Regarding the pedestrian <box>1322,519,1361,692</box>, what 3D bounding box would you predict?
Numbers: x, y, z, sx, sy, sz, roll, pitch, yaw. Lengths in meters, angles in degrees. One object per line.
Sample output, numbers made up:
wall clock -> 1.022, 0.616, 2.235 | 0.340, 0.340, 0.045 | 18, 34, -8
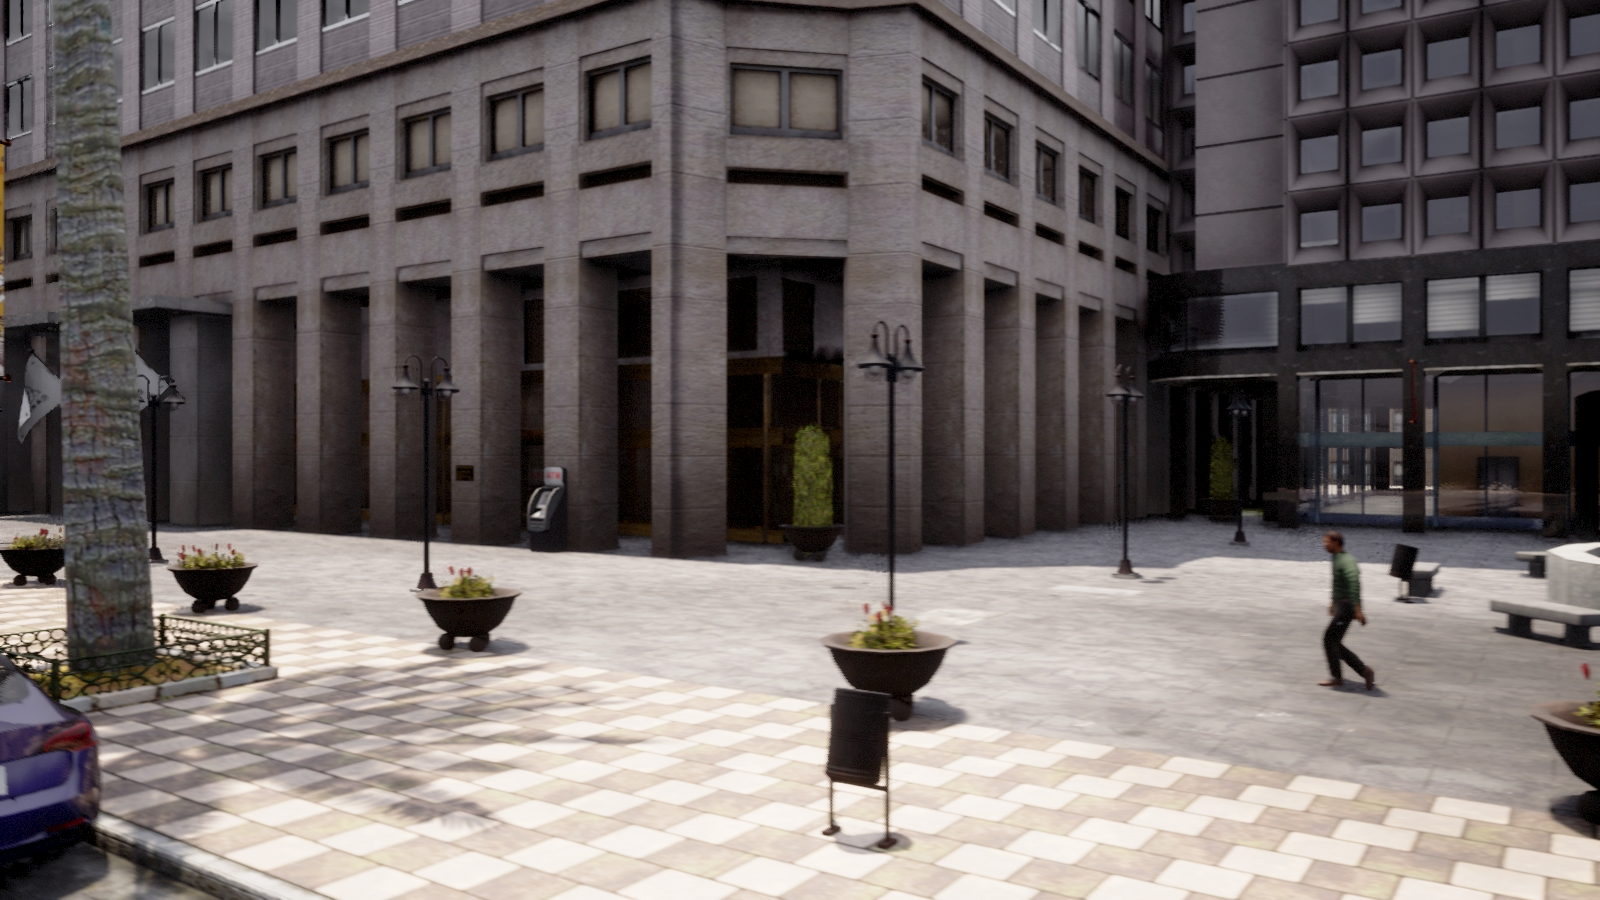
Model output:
pedestrian -> 6.018, 1.712, 12.699 | 0.375, 1.860, 0.375 | 0, 0, 23
